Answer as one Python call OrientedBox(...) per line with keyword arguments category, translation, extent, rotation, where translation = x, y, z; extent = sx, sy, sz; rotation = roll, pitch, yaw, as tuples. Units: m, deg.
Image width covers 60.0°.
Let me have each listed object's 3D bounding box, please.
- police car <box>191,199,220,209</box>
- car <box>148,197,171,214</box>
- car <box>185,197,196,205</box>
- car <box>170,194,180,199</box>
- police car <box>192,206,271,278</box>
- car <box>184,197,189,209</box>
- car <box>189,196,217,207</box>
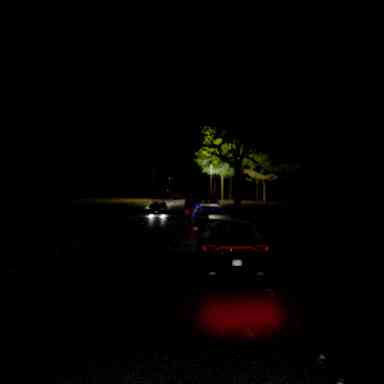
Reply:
OrientedBox(category="police car", translation=(1.060, 1.505, 20.438), extent=(1.930, 1.638, 5.238), rotation=(0, 0, 0))
OrientedBox(category="car", translation=(-3.654, 1.646, 36.537), extent=(2.033, 1.411, 5.357), rotation=(0, 0, 0))
OrientedBox(category="car", translation=(-0.278, 1.643, 61.441), extent=(2.033, 1.411, 5.357), rotation=(0, 0, -1))
OrientedBox(category="car", translation=(-4.029, 1.150, 78.706), extent=(2.097, 1.767, 4.553), rotation=(0, 0, -1))
OrientedBox(category="police car", translation=(1.067, 1.474, 10.432), extent=(1.930, 1.638, 5.238), rotation=(0, 0, 0))
OrientedBox(category="car", translation=(-0.104, 1.588, 46.632), extent=(2.128, 1.511, 4.902), rotation=(0, 0, 0))
OrientedBox(category="car", translation=(1.044, 1.315, 26.362), extent=(2.150, 2.045, 5.566), rotation=(0, 0, 0))
